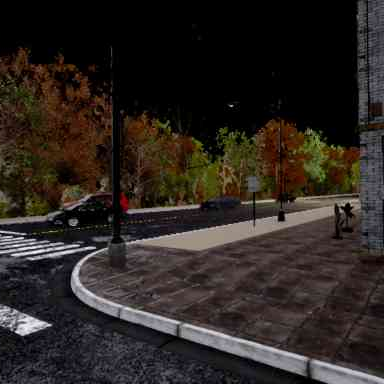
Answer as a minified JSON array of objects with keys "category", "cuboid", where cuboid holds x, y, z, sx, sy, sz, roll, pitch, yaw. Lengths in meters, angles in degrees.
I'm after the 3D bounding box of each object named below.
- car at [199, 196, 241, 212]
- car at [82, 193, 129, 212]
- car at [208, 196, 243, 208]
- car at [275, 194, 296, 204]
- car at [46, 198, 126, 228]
[{"category":"car","cuboid":[2.898,1.246,34.959,2.033,1.411,5.357,-1,0,36]},{"category":"car","cuboid":[-7.547,1.097,26.242,2.150,2.045,5.566,-1,0,37]},{"category":"car","cuboid":[4.365,1.219,42.419,2.033,1.411,5.357,-1,0,36]},{"category":"car","cuboid":[14.155,1.044,50.095,1.837,1.490,4.892,-1,0,36]},{"category":"car","cuboid":[-6.950,1.374,21.563,1.837,1.490,4.892,-1,0,36]}]
